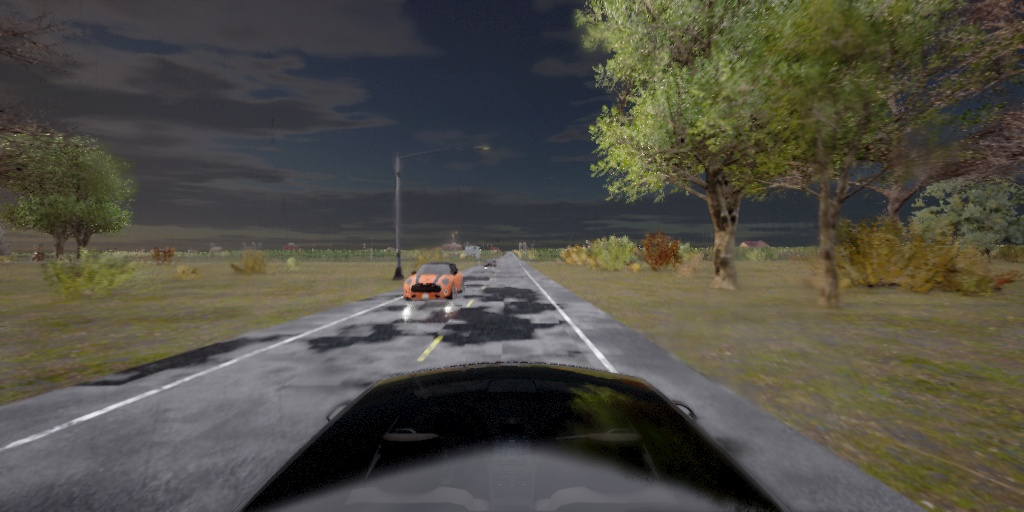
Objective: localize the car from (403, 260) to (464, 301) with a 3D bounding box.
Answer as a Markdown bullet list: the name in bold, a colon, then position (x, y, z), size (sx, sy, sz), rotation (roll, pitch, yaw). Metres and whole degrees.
- **car**: position (-3.603, 1.076, 17.160), size (2.097, 1.767, 4.553), rotation (0, 0, 0)

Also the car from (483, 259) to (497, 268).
- **car**: position (-3.566, 1.181, 58.520), size (1.994, 1.385, 4.181), rotation (0, 0, 1)
